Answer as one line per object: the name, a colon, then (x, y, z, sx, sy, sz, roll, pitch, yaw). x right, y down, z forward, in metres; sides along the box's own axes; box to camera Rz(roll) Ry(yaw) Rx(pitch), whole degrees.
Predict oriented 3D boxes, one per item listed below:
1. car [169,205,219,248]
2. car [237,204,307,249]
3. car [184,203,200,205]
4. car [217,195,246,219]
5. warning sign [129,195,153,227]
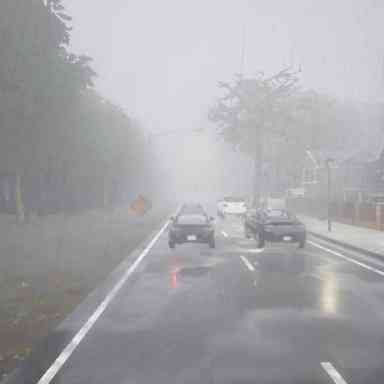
car: (0.000, 1.536, 14.651, 1.812, 1.442, 4.674, 0, 0, 0)
car: (3.500, 1.498, 14.652, 2.128, 1.511, 4.902, 0, 0, 0)
car: (0.000, 1.620, 29.683, 1.895, 1.301, 4.718, 0, 0, 0)
car: (3.500, 1.262, 29.684, 2.150, 2.045, 5.566, 0, 0, 0)
warning sign: (-3.064, 1.118, 20.131, 1.300, 1.860, 1.060, -1, -1, 0)
